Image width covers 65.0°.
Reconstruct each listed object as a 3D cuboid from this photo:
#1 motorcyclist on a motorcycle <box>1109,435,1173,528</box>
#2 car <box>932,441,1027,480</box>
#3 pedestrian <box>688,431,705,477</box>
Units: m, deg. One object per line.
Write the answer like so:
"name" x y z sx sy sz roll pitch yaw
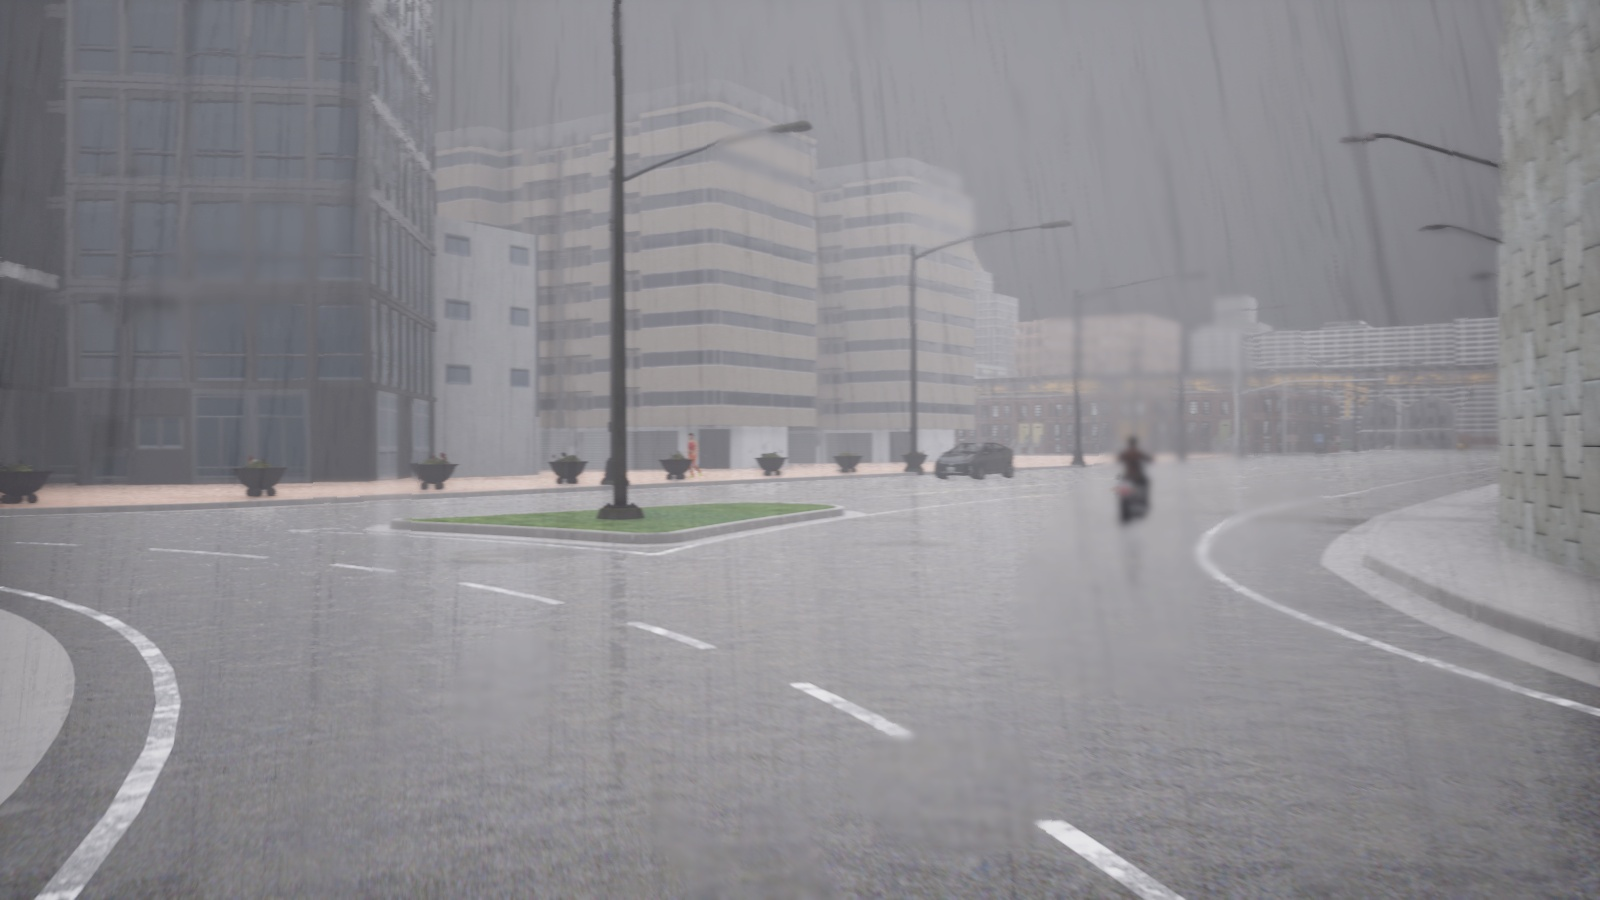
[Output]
"motorcyclist on a motorcycle" 6.433 0.555 23.615 0.766 1.649 2.350 0 0 25
"car" 7.341 0.395 51.012 2.007 1.525 4.514 0 0 34
"pedestrian" -4.122 0.155 49.930 0.345 1.836 0.594 0 0 35
